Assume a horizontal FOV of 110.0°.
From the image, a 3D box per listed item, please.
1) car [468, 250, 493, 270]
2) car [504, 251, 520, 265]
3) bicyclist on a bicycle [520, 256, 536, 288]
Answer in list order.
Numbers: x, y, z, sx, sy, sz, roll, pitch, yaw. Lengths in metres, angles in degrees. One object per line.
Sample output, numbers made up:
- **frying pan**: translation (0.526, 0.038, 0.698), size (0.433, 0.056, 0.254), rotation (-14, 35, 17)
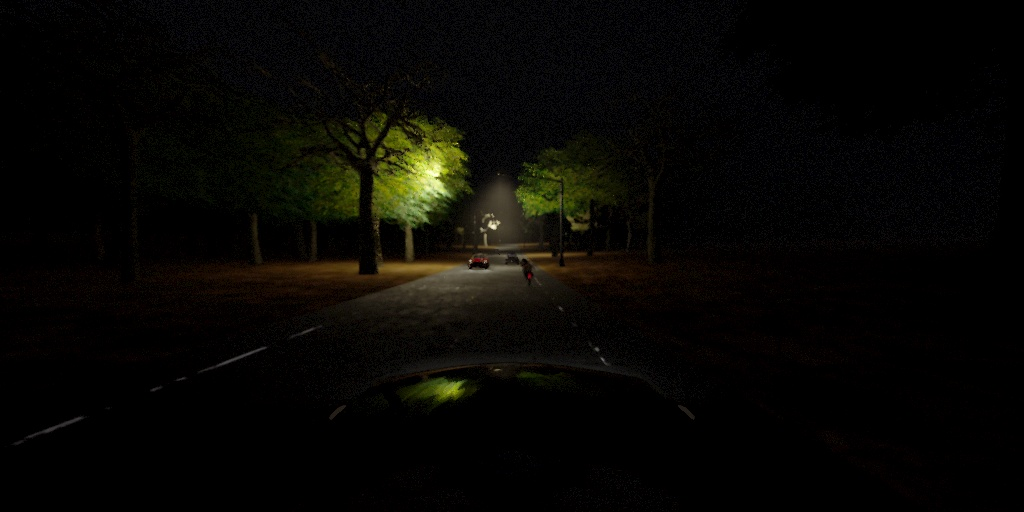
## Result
- **car**: translation (-3.574, 0.521, 39.478), size (2.097, 1.767, 4.553), rotation (0, 1, 0)
- **car**: translation (-0.003, 0.397, 50.129), size (2.128, 1.511, 4.902), rotation (0, 2, 0)
- **bicyclist on a bicycle**: translation (0.974, 0.978, 20.538), size (0.866, 1.612, 1.509), rotation (0, 1, 0)
